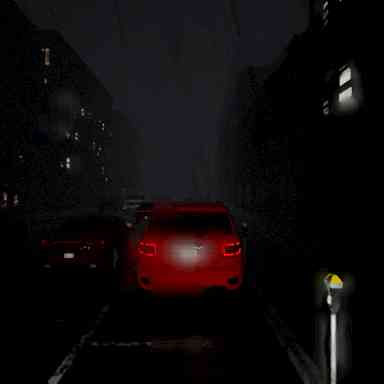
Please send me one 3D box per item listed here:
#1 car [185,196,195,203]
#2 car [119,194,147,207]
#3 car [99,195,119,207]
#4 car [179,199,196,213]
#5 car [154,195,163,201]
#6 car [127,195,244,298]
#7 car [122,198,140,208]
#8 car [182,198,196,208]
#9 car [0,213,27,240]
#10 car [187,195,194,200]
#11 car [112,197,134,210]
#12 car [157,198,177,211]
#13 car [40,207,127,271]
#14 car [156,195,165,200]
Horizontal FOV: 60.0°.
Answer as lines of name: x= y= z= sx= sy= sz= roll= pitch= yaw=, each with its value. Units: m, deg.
car: x=-0.453 y=1.545 z=70.970 sx=2.008 sy=1.369 sz=4.403 roll=0 pitch=0 yaw=0
car: x=-6.232 y=1.220 z=37.367 sx=2.150 sy=2.045 sz=5.566 roll=0 pitch=0 yaw=0
car: x=-8.833 y=1.314 z=37.157 sx=2.192 sy=1.841 sz=5.009 roll=0 pitch=0 yaw=0
car: x=-0.454 y=1.525 z=37.323 sx=1.752 sy=1.417 sz=4.829 roll=0 pitch=0 yaw=0
car: x=-8.834 y=1.541 z=87.882 sx=2.008 sy=1.369 sz=4.403 roll=0 pitch=0 yaw=0
car: x=-0.038 y=1.229 z=8.679 sx=2.150 sy=2.045 sz=5.566 roll=0 pitch=0 yaw=0
car: x=-8.834 y=1.543 z=48.430 sx=1.887 sy=1.381 sz=4.507 roll=0 pitch=0 yaw=0
car: x=-0.454 y=1.543 z=48.426 sx=1.887 sy=1.381 sz=4.507 roll=0 pitch=0 yaw=0
car: x=-8.835 y=1.583 z=14.612 sx=1.802 sy=1.307 sz=4.206 roll=0 pitch=0 yaw=0
car: x=-0.452 y=1.513 z=93.685 sx=1.752 sy=1.417 sz=4.829 roll=0 pitch=0 yaw=0
car: x=-8.834 y=1.439 z=42.793 sx=1.967 sy=1.590 sz=4.097 roll=0 pitch=0 yaw=0
car: x=-3.061 y=1.490 z=41.877 sx=2.128 sy=1.511 sz=4.902 roll=0 pitch=0 yaw=0
car: x=-3.146 y=1.478 z=10.974 sx=1.882 sy=1.535 sz=5.008 roll=0 pitch=0 yaw=0
car: x=-8.834 y=1.539 z=93.519 sx=2.008 sy=1.369 sz=4.403 roll=0 pitch=0 yaw=0
